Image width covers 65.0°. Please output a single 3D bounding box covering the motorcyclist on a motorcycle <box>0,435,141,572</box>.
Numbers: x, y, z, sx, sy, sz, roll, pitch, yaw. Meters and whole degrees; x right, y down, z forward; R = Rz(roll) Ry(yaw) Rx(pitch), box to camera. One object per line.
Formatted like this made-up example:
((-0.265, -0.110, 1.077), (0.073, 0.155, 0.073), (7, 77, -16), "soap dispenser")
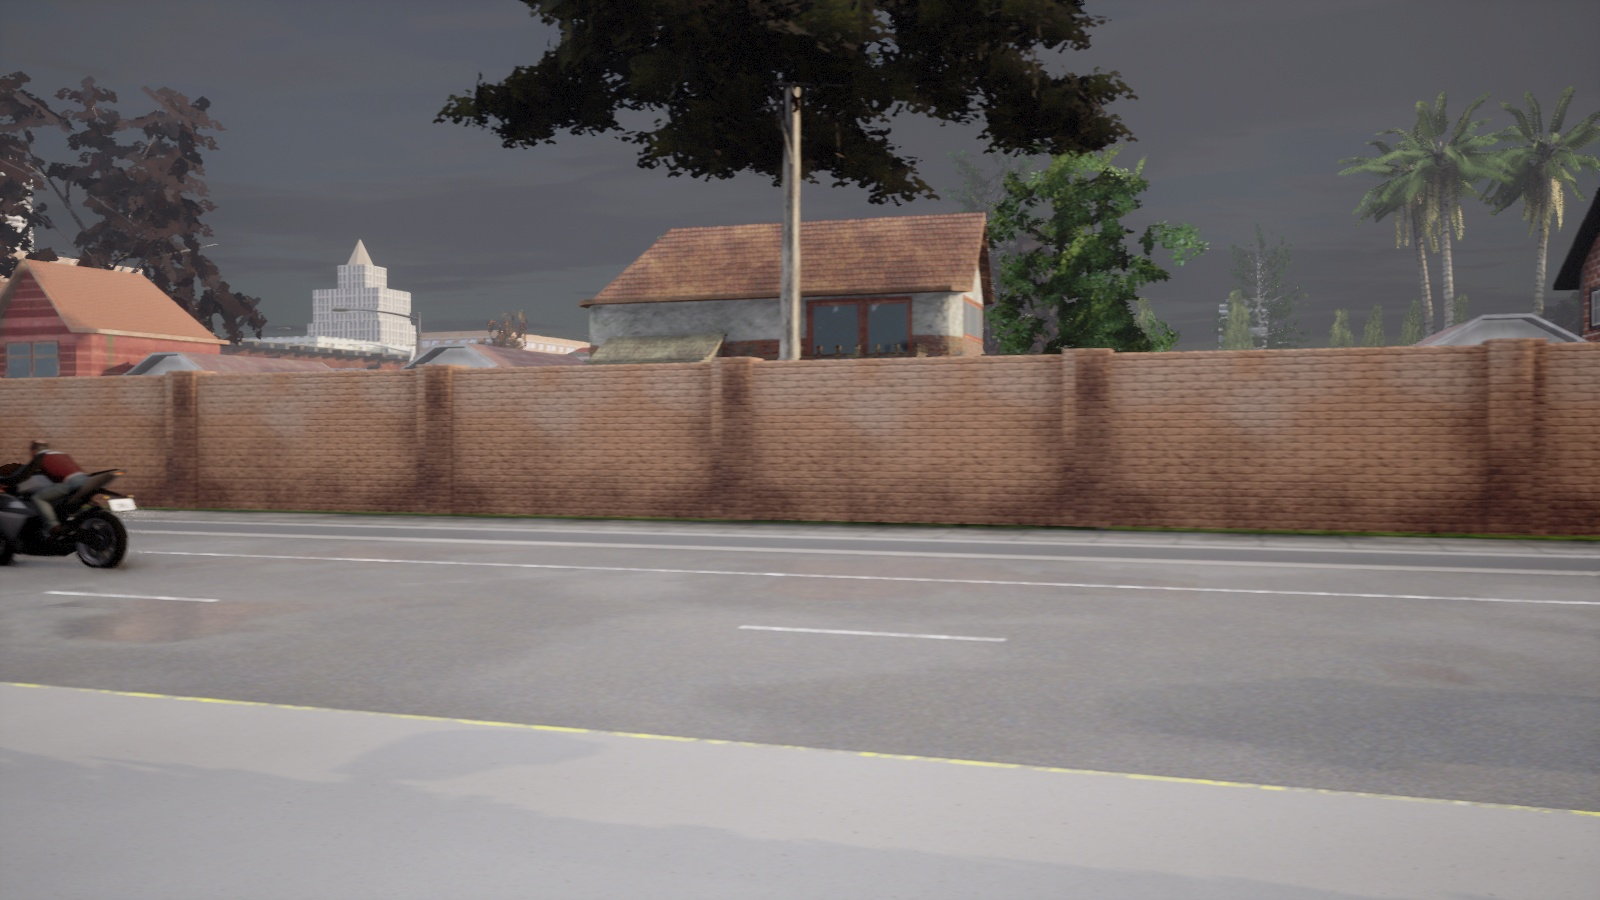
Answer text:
((-9.003, 0.589, 14.778), (2.191, 1.530, 0.866), (0, 1, 15), "motorcyclist on a motorcycle")
